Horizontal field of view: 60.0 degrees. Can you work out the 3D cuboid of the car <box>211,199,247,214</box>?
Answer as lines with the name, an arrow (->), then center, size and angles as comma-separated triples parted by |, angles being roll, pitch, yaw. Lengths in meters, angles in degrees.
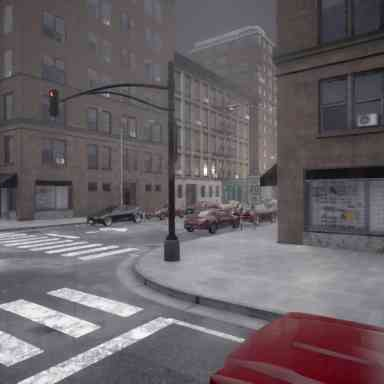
car -> 4.177, 1.544, 36.867 | 1.752, 1.417, 4.829 | 0, 0, 36

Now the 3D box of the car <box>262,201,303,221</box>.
car -> 7.696, 1.495, 27.990 | 1.752, 1.417, 4.829 | 0, 0, 36

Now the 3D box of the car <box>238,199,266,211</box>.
car -> 7.486, 1.600, 41.494 | 1.802, 1.307, 4.206 | 0, 0, 36

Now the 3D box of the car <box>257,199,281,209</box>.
car -> 10.695, 1.601, 45.983 | 1.802, 1.307, 4.206 | 0, 0, 36

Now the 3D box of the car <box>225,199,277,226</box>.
car -> 4.387, 1.412, 23.362 | 1.967, 1.590, 4.097 | 0, 0, 36

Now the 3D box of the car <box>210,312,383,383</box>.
car -> 2.381, 1.601, 1.991 | 4.718, 1.301, 1.895 | 0, 0, 36

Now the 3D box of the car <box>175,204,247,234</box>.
car -> 1.178, 1.555, 18.872 | 1.802, 1.307, 4.206 | 0, 0, 36

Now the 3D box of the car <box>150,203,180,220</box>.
car -> -2.142, 1.604, 28.027 | 1.802, 1.307, 4.206 | 0, 0, 36

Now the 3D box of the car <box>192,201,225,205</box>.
car -> 1.067, 1.565, 32.516 | 1.887, 1.381, 4.507 | 0, 0, 36

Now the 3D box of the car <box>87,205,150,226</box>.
car -> -5.352, 1.590, 23.538 | 1.947, 1.339, 4.313 | 0, 0, 36
